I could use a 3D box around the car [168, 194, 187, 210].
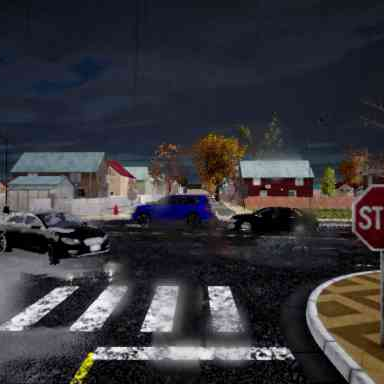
[{"bbox_3d":[-1.843,1.264,45.276,2.150,2.045,5.566,0,0,2],"label":"car"}]

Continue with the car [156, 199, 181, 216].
[{"bbox_3d":[-2.340,1.531,34.467,1.837,1.490,4.892,0,0,5],"label":"car"}]

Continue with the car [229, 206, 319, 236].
[{"bbox_3d":[4.548,1.573,18.735,4.892,1.490,1.837,1,0,8],"label":"car"}]

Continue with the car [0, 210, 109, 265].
[{"bbox_3d":[-4.970,1.417,11.600,4.902,1.511,2.128,1,0,34],"label":"car"}]

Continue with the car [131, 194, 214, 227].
[{"bbox_3d":[-1.298,1.223,22.819,5.566,2.045,2.150,0,0,8],"label":"car"}]
